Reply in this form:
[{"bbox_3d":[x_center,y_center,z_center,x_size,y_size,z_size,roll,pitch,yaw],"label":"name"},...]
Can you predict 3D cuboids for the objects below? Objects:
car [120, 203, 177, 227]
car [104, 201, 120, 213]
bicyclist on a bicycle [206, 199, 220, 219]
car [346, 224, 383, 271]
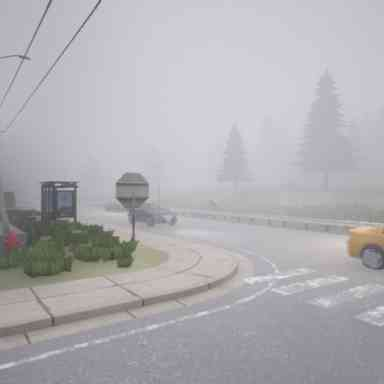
[{"bbox_3d":[-2.839,1.512,23.010,2.128,1.511,4.902,0,0,-34],"label":"car"},{"bbox_3d":[-8.368,1.626,37.605,1.895,1.301,4.718,0,0,-34],"label":"car"},{"bbox_3d":[1.797,1.436,28.686,1.656,1.620,0.582,-7,4,-34],"label":"bicyclist on a bicycle"},{"bbox_3d":[6.777,1.496,8.906,1.882,1.535,5.008,0,0,-34],"label":"car"}]
